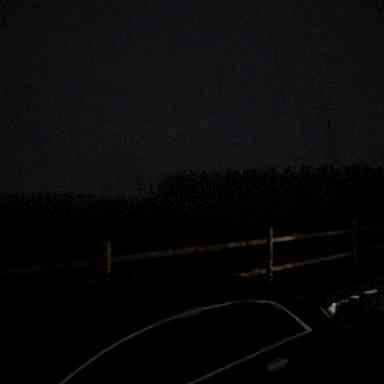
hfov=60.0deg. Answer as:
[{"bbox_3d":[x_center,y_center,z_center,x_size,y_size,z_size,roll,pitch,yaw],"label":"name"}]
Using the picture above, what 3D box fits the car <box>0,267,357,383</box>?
[{"bbox_3d":[-0.608,1.507,2.639,4.892,1.490,1.837,0,0,-35],"label":"car"}]
